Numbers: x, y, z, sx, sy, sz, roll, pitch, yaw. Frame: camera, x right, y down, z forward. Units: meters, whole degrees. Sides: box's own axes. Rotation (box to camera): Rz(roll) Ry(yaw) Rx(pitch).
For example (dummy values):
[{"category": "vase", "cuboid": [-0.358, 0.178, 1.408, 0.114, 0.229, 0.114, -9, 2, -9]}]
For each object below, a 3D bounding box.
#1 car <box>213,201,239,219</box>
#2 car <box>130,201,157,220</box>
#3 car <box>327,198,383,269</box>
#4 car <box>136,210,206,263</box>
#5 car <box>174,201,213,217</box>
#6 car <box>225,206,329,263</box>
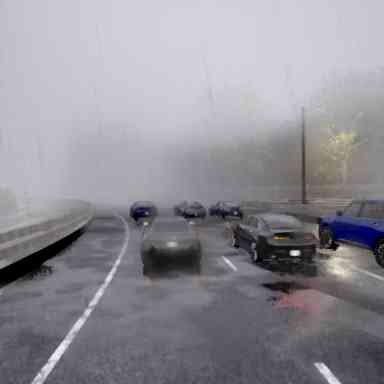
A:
[{"category": "car", "cuboid": [2.910, 1.510, 28.964, 1.812, 1.442, 4.674, 0, 0, -15]}, {"category": "car", "cuboid": [-4.146, 1.495, 28.288, 1.882, 1.535, 5.008, 0, 0, -15]}, {"category": "car", "cuboid": [6.351, 1.193, 11.033, 2.150, 2.045, 5.566, 0, 0, -6]}, {"category": "car", "cuboid": [-0.824, 1.567, 12.111, 1.994, 1.385, 4.181, 0, 0, -6]}, {"category": "car", "cuboid": [-0.285, 1.492, 27.367, 2.128, 1.511, 4.902, 0, 0, -15]}, {"category": "car", "cuboid": [2.712, 1.493, 11.978, 1.837, 1.490, 4.892, 0, 0, -6]}]
